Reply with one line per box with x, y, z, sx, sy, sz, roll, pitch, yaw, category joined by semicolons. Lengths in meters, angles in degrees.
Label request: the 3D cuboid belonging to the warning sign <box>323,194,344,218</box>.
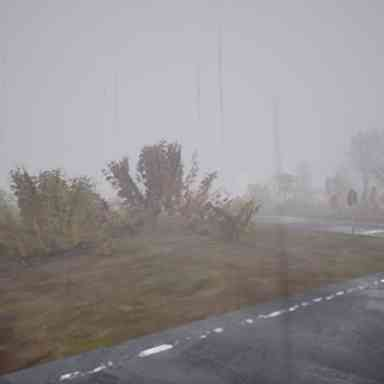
11.555;1.106;27.103;1.300;1.860;1.060;0;0;-34;warning sign

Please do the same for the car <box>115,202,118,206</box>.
-11.991;1.570;51.576;1.994;1.385;4.181;0;0;-34;car
